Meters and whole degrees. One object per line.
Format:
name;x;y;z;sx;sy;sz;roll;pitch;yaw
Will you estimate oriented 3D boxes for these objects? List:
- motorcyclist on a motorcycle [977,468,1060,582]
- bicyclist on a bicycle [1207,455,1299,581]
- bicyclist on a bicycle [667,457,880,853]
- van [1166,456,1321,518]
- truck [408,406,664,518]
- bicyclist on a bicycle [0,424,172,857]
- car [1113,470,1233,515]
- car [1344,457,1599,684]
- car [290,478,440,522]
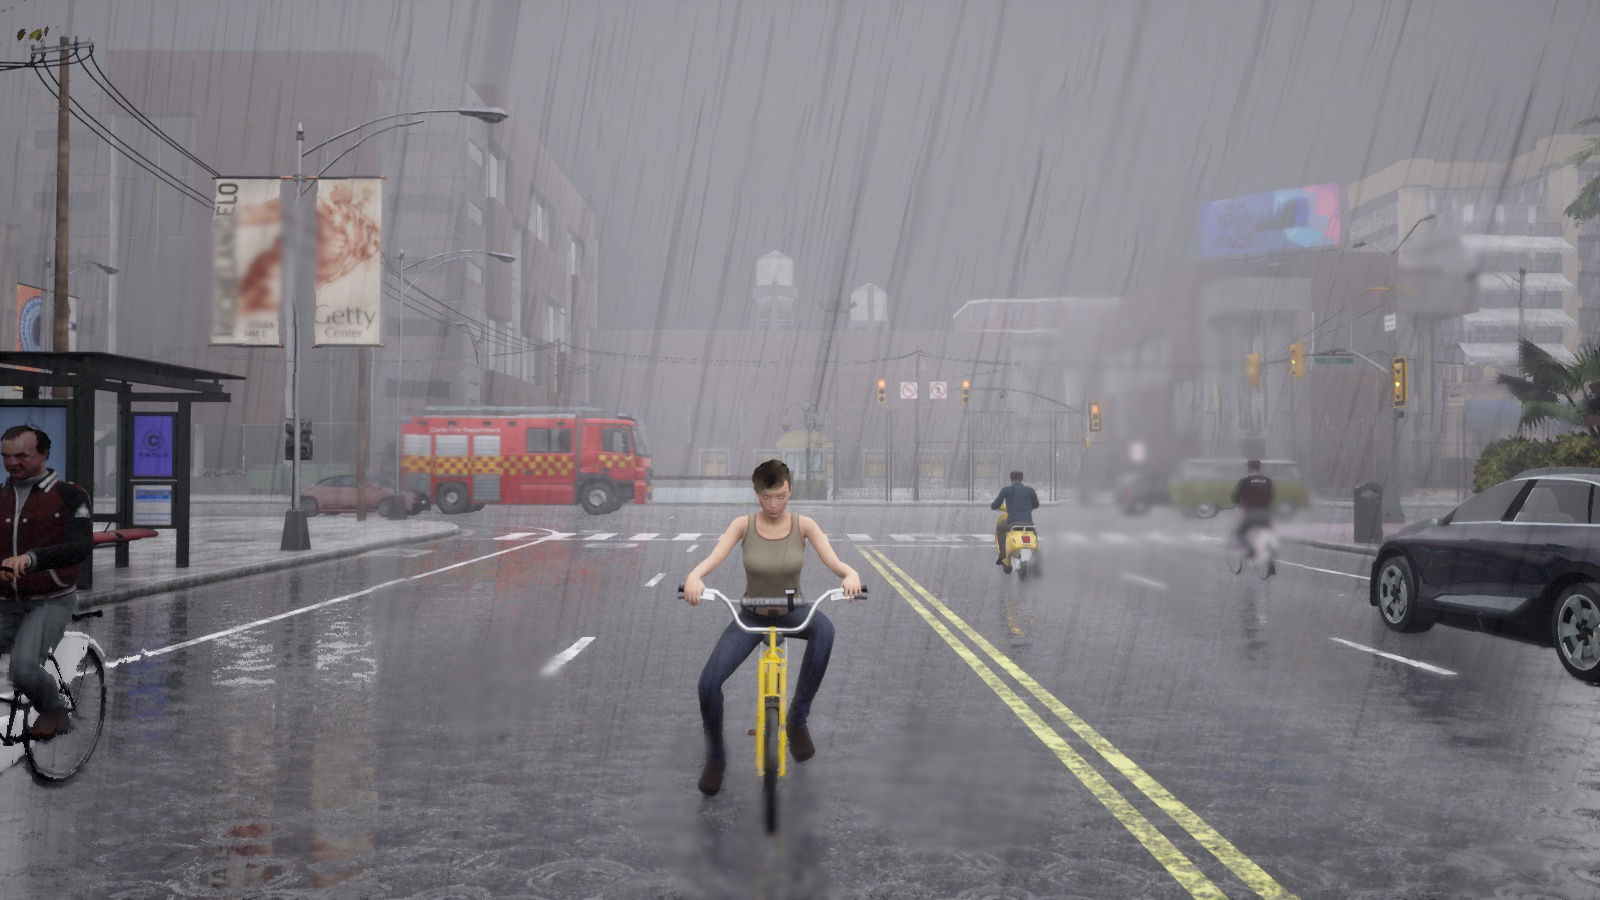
motorcyclist on a motorcycle;3.196;1.066;18.522;0.866;1.590;1.817;0;-1;-1
bicyclist on a bicycle;6.694;0.971;18.659;0.659;1.776;1.843;0;-1;-1
bicyclist on a bicycle;-0.120;0.850;5.896;0.866;1.612;1.509;0;-1;-1
van;14.479;1.199;41.183;4.442;1.987;1.775;0;-1;0
truck;-9.217;0.433;44.575;8.468;3.827;2.891;0;-1;0
bicyclist on a bicycle;-3.621;0.795;5.670;0.659;1.776;1.843;0;-1;-1
car;13.228;1.489;44.674;3.705;1.549;1.789;0;-1;0
car;6.807;0.900;10.864;2.033;1.649;4.856;0;-1;-1
car;-14.106;1.620;40.869;4.181;1.385;1.994;0;-1;3
